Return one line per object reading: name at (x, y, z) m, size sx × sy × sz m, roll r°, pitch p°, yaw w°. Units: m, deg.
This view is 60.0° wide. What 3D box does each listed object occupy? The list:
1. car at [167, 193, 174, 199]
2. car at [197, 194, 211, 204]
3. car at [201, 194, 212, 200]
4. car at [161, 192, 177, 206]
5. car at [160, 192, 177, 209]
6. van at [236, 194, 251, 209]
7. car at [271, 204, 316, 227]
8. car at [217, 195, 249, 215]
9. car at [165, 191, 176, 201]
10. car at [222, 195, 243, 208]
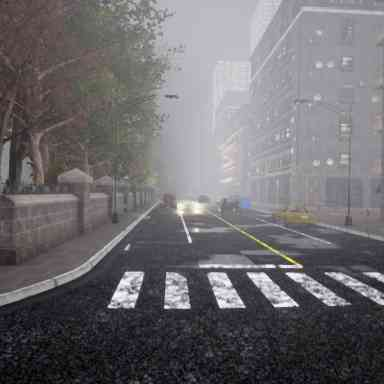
car at (-5.651, 0.996, 88.045) m, size 1.947 × 1.339 × 4.313 m, roll 1°, pitch 0°, yaw -3°
car at (1.973, 1.225, 57.383) m, size 1.812 × 1.442 × 4.674 m, roll 1°, pitch 0°, yaw -3°
car at (3.373, 1.190, 77.490) m, size 2.008 × 1.369 × 4.403 m, roll 1°, pitch 0°, yaw -3°
car at (-3.336, 0.951, 49.343) m, size 2.192 × 1.841 × 5.009 m, roll 1°, pitch 0°, yaw -3°
car at (-2.679, 1.138, 38.286) m, size 1.967 × 1.590 × 4.097 m, roll 1°, pitch 0°, yaw -3°
van at (5.688, 1.191, 38.788) m, size 1.690 × 1.788 × 3.998 m, roll 1°, pitch 0°, yaw -3°
car at (6.662, 1.469, 22.371) m, size 1.752 × 1.417 × 4.829 m, roll 1°, pitch 0°, yaw -3°
car at (3.521, 1.335, 31.483) m, size 2.128 × 1.511 × 4.902 m, roll 1°, pitch 0°, yaw -3°
car at (-4.655, 0.831, 71.458) m, size 2.192 × 1.841 × 5.009 m, roll 1°, pitch 0°, yaw -3°
car at (5.355, 1.259, 44.317) m, size 1.967 × 1.590 × 4.097 m, roll 1°, pitch 0°, yaw -3°
